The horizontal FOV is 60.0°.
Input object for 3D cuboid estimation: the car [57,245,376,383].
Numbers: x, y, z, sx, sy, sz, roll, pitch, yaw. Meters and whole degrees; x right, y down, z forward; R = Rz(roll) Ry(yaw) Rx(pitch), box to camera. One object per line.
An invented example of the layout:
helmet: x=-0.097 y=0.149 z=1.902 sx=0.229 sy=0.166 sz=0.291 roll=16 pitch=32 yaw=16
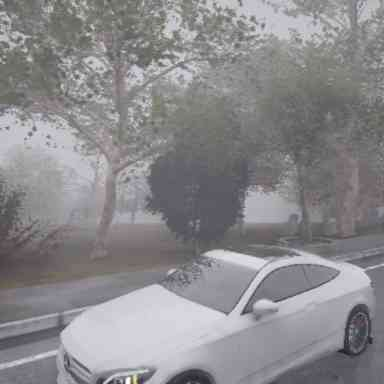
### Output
car: x=0.690 y=1.520 z=4.484 sx=4.674 sy=1.442 sz=1.812 roll=0 pitch=0 yaw=-35
